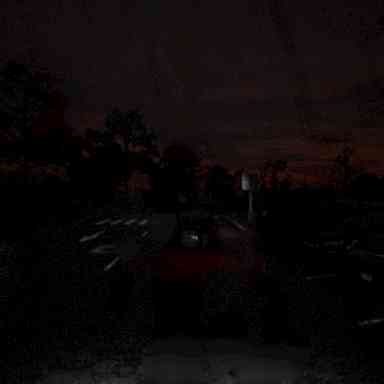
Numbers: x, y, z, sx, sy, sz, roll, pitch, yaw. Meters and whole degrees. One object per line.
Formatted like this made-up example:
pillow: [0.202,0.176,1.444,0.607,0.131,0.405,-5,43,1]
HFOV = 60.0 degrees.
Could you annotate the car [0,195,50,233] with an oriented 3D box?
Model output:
car: [-10.967,1.220,18.542,5.566,2.045,2.435,-1,0,-20]

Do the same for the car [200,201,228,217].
car: [1.839,1.601,31.623,1.837,1.490,4.892,0,-2,27]

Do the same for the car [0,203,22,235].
car: [-10.950,1.474,15.538,4.892,1.521,2.231,-1,0,-20]

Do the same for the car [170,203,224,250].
car: [0.103,1.465,14.249,1.882,1.535,5.008,0,0,0]

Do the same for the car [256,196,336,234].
car: [6.031,1.221,17.131,5.566,2.045,2.435,1,0,-20]

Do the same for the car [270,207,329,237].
car: [6.004,1.514,14.155,4.674,1.452,2.002,1,0,-20]

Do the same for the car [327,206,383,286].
car: [6.035,1.354,8.247,4.553,1.767,2.185,1,0,-20]

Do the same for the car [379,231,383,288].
car: [5.832,1.477,5.210,5.366,1.575,1.946,1,0,-20]

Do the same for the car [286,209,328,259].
car: [6.009,1.478,11.198,4.892,1.521,2.231,1,0,-20]
